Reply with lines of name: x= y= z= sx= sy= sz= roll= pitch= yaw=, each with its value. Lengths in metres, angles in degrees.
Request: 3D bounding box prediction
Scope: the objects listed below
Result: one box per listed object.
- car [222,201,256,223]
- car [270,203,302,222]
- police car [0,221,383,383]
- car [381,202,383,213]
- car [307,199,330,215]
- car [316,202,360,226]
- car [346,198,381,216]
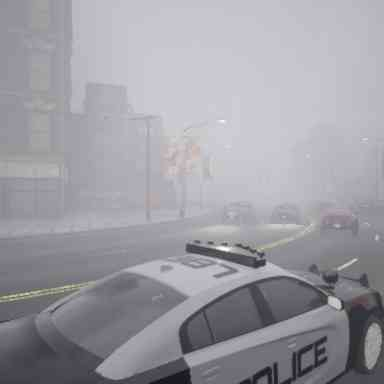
car: x=3.693 y=1.472 z=25.676 sx=2.128 sy=1.511 sz=4.902 roll=0 pitch=0 yaw=21
car: x=7.050 y=1.547 z=24.670 sx=1.994 sy=1.385 sz=4.181 roll=0 pitch=0 yaw=21
police car: x=0.471 y=1.422 z=3.845 sx=5.238 sy=1.638 sz=1.930 roll=0 pitch=0 yaw=-39
car: x=19.943 y=1.497 z=38.519 sx=2.002 sy=1.452 sz=4.674 roll=0 pitch=0 yaw=1
car: x=12.886 y=1.485 z=33.414 sx=1.837 sy=1.490 sz=4.892 roll=0 pitch=1 yaw=8
car: x=8.423 y=1.513 z=18.956 sx=1.812 sy=1.442 sz=4.674 roll=0 pitch=0 yaw=27
car: x=16.316 y=1.331 z=32.711 sx=2.097 sy=1.767 sz=4.553 roll=0 pitch=0 yaw=8
